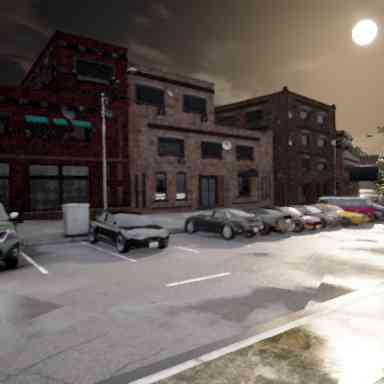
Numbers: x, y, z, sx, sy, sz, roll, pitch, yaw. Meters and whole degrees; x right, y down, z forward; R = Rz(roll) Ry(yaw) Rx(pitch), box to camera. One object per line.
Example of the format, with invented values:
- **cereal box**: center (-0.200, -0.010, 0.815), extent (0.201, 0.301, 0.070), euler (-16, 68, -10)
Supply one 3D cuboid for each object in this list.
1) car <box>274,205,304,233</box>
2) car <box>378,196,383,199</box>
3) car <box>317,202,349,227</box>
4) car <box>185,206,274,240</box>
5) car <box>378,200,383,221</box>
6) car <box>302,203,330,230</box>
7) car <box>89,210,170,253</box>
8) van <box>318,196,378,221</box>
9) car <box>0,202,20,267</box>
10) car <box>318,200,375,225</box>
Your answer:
- **car**: center (3.655, 1.604, 19.431), extent (2.163, 1.488, 4.792), euler (0, 0, -39)
- **car**: center (17.923, 1.383, 31.935), extent (2.435, 2.045, 5.566), euler (0, 0, -43)
- **car**: center (7.868, 1.642, 22.904), extent (2.002, 1.452, 4.674), euler (0, 0, -40)
- **car**: center (1.551, 1.560, 17.688), extent (2.231, 1.521, 4.892), euler (0, 0, -38)
- **car**: center (14.019, 1.667, 28.288), extent (2.002, 1.452, 4.674), euler (0, 0, -42)
- **car**: center (5.798, 1.619, 21.121), extent (2.163, 1.488, 4.792), euler (0, 0, -39)
- **car**: center (-2.839, 1.551, 14.229), extent (2.163, 1.488, 4.792), euler (0, 0, -37)
- **van**: center (11.917, 1.395, 26.569), extent (1.878, 1.987, 4.442), euler (0, 0, -41)
- **car**: center (-7.222, 1.250, 10.964), extent (2.435, 2.045, 5.566), euler (0, 0, -36)
- **car**: center (10.061, 1.608, 24.539), extent (1.946, 1.575, 5.366), euler (0, 0, -41)
